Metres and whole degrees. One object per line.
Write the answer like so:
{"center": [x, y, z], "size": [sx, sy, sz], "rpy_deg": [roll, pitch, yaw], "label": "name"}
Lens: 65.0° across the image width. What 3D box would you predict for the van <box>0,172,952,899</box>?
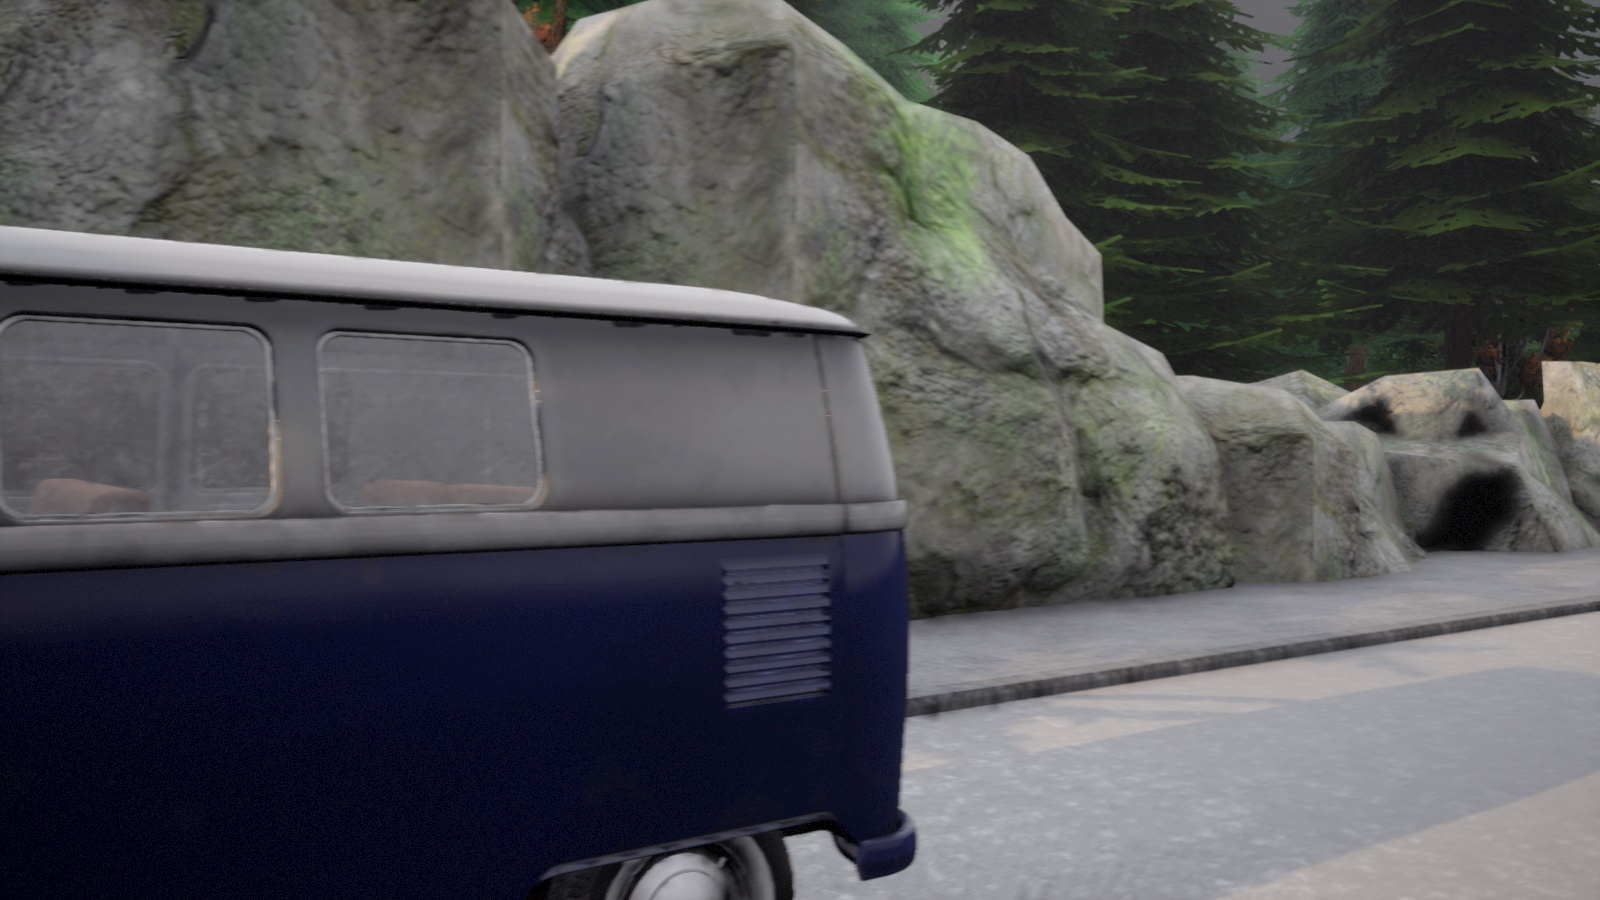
{"center": [-1.910, 0.507, 2.939], "size": [4.442, 1.987, 1.775], "rpy_deg": [0, 0, -35], "label": "van"}
